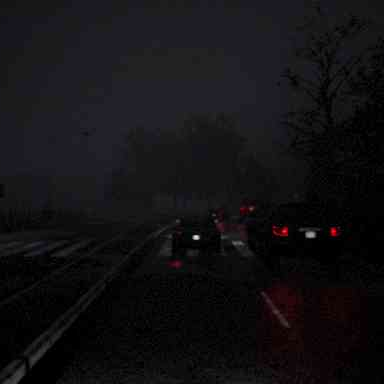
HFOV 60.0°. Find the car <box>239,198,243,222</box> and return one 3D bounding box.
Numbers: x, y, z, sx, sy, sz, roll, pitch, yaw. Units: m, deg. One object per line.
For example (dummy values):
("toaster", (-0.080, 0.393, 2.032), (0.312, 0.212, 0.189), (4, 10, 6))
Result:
("car", (5.341, 1.462, 29.012), (2.150, 2.045, 5.566), (-1, -1, 13))

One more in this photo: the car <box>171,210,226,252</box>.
("car", (0.210, 1.683, 14.451), (1.994, 1.385, 4.181), (0, 0, 2))

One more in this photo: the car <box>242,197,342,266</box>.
("car", (3.383, 1.320, 12.064), (2.150, 2.045, 5.566), (0, -1, 1))

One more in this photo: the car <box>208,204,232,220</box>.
("car", (2.504, 1.813, 30.783), (1.812, 1.442, 4.674), (-1, -1, 15))
